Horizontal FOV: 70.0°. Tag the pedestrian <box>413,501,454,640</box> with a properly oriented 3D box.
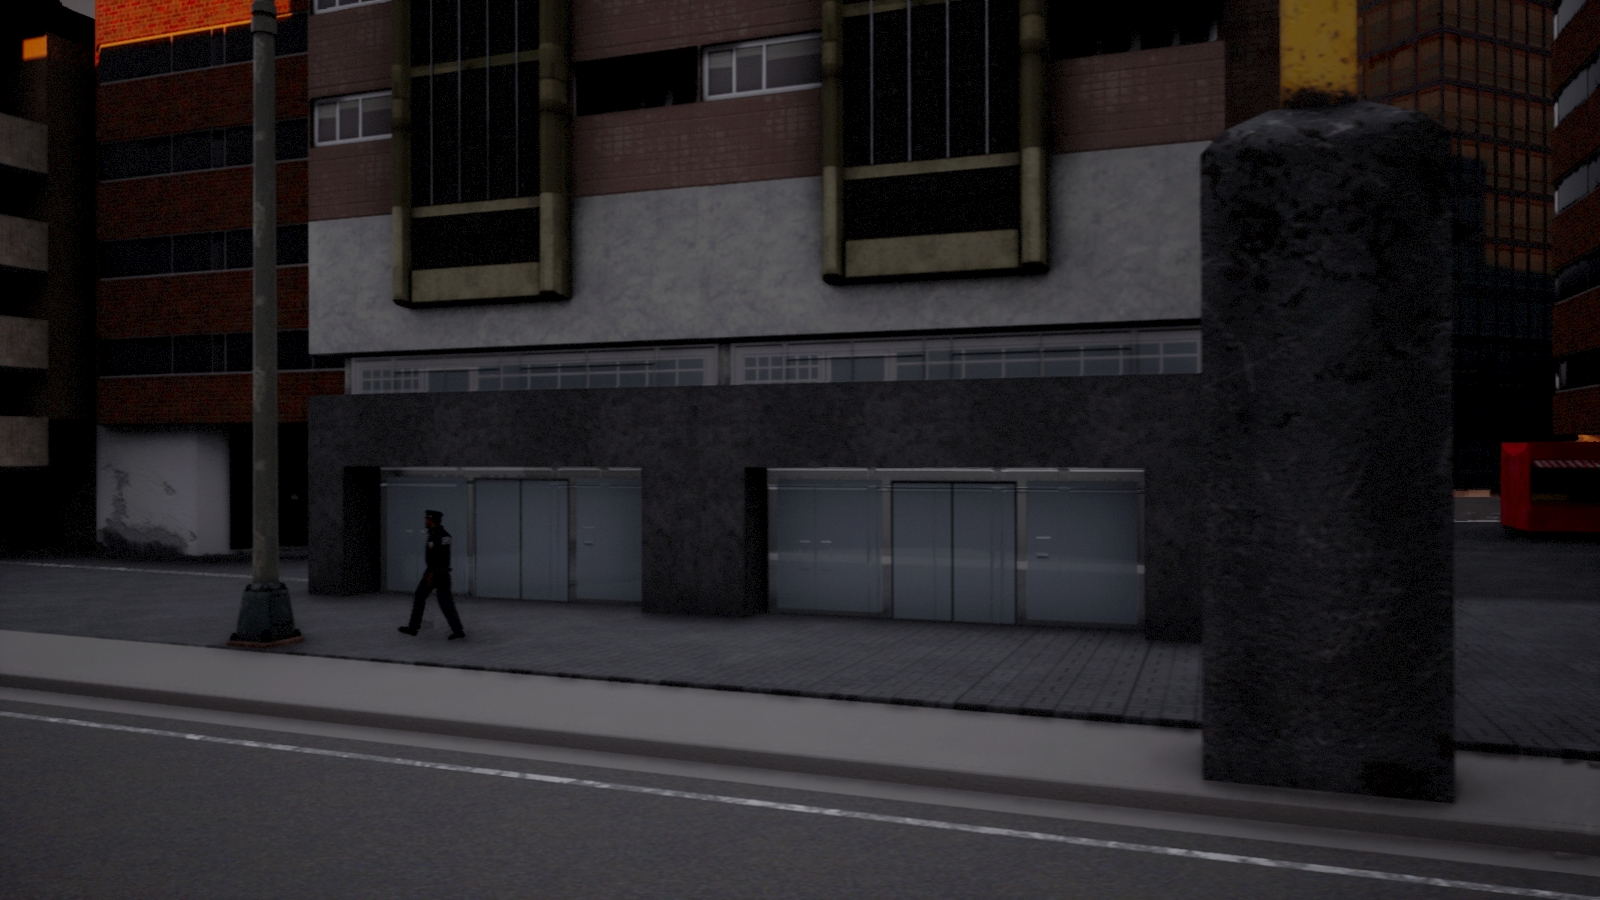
[{"bbox_3d":[-5.019,1.633,15.638,0.375,1.860,0.375,0,0,20],"label":"pedestrian"}]
